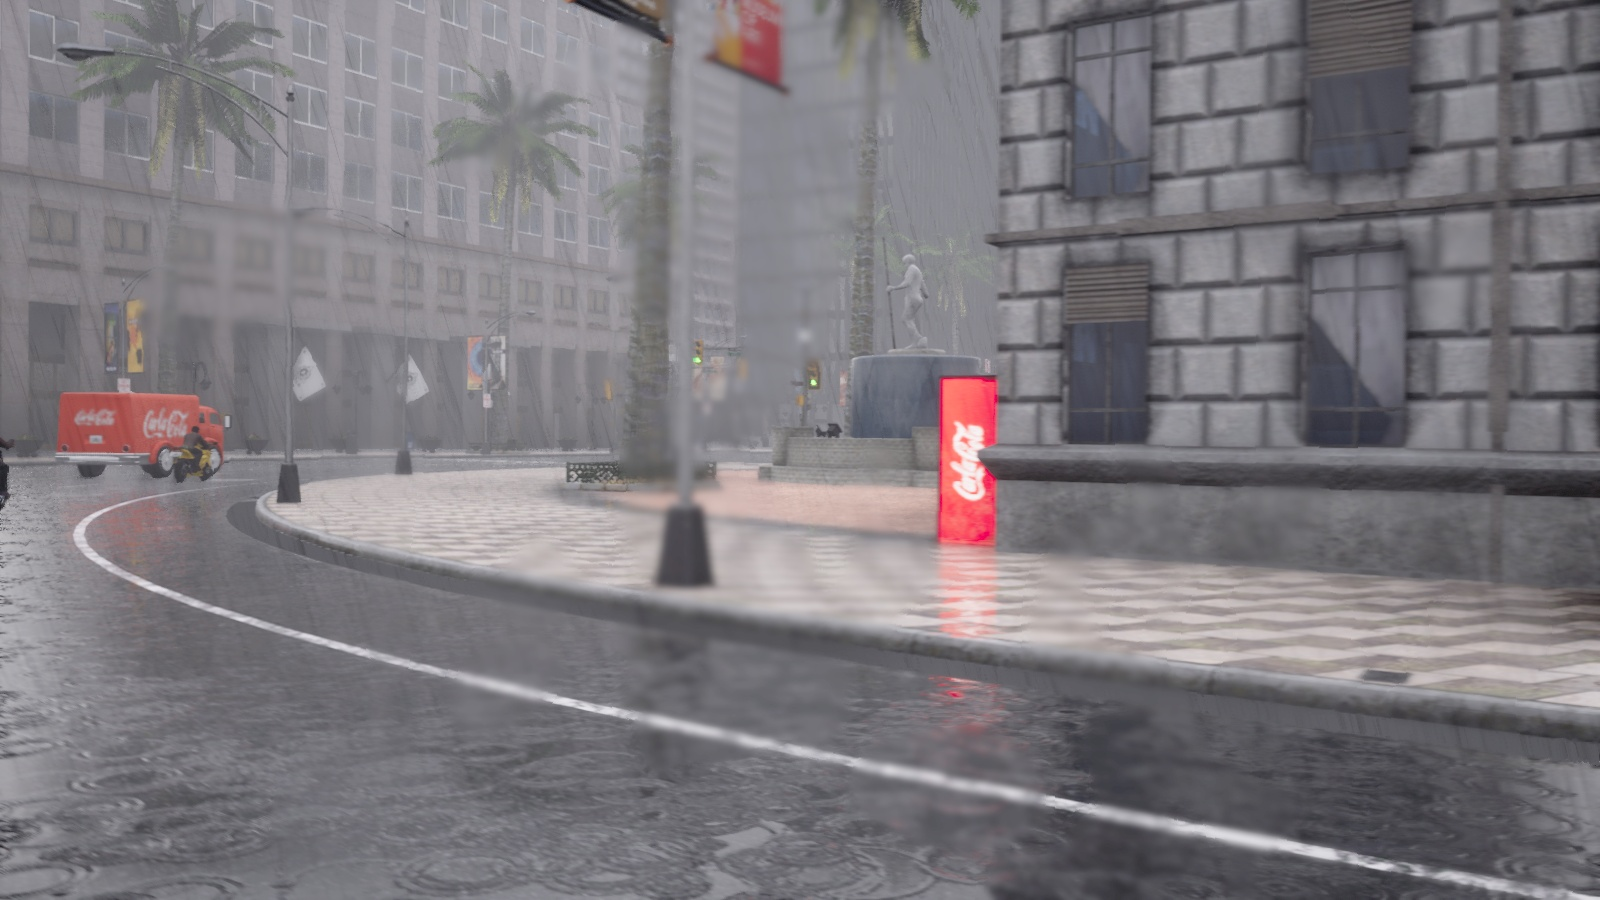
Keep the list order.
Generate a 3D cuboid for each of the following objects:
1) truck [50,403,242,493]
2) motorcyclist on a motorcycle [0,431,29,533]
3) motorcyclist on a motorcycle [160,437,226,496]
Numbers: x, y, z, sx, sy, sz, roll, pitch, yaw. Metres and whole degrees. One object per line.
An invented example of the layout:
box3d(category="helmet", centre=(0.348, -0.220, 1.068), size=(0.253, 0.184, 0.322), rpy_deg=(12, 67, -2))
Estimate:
box3d(category="truck", centre=(-19.362, -0.085, 37.561), size=(2.627, 2.467, 5.204), rpy_deg=(-1, 1, 6))
box3d(category="motorcyclist on a motorcycle", centre=(-13.720, 0.520, 21.269), size=(0.766, 1.649, 2.350), rpy_deg=(-1, 1, -23))
box3d(category="motorcyclist on a motorcycle", centre=(-16.166, 0.410, 33.511), size=(0.797, 1.523, 2.044), rpy_deg=(0, 1, -1))
